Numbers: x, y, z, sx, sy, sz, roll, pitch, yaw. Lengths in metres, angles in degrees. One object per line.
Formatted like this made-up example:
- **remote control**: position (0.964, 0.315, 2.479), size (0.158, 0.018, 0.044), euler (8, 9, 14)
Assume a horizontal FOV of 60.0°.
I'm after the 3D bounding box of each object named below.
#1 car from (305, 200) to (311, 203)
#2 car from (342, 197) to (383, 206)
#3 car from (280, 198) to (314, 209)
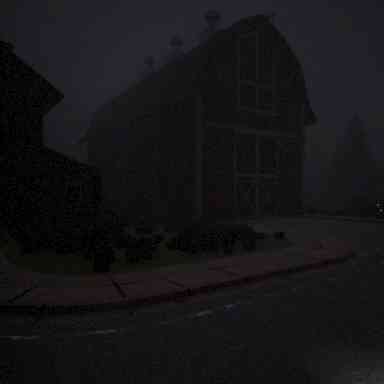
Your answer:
- **car**: position (13.047, 1.506, 42.634), size (2.128, 1.511, 4.902), euler (0, 0, -34)
- **car**: position (18.226, 1.363, 35.080), size (2.097, 1.767, 4.553), euler (0, 0, -34)
- **car**: position (14.702, 1.577, 46.764), size (1.994, 1.385, 4.181), euler (0, 0, -34)
